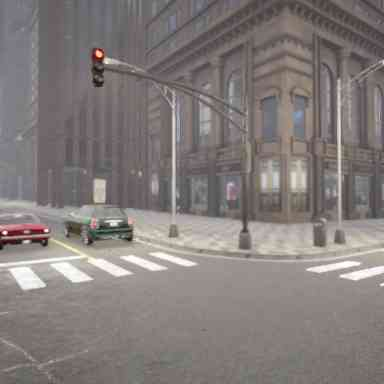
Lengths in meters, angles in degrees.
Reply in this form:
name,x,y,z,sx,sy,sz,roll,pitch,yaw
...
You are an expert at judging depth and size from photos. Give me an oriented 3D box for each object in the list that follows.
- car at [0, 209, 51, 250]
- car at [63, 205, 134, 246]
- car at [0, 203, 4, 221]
name,x,y,z,sx,sy,sz,roll,pitch,yaw
car,-7.607,1.592,14.478,1.895,1.301,4.718,1,0,-36
car,-4.527,1.373,15.709,2.097,1.767,4.553,1,0,-36
car,-16.739,1.565,27.104,1.895,1.301,4.718,1,0,-36
